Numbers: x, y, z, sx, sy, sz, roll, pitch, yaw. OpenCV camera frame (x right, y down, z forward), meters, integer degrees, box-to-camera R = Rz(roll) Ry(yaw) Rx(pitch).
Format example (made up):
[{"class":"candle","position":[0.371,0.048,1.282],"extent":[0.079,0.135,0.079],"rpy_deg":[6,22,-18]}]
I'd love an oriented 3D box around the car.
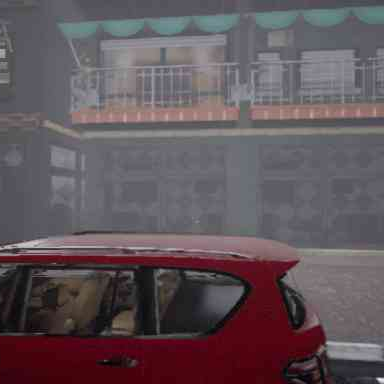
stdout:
[{"class":"car","position":[-1.292,1.339,3.190],"extent":[5.009,1.841,2.192],"rpy_deg":[0,-1,6]}]
